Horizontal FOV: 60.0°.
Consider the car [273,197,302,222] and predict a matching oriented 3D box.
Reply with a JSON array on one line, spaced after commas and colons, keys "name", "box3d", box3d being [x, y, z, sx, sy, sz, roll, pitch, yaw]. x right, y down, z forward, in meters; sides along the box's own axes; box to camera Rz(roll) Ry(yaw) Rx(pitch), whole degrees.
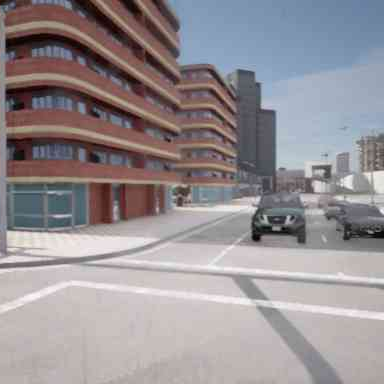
[{"name": "car", "box3d": [7.162, 1.207, 24.782, 1.837, 1.490, 4.892, 0, 1, 17]}]

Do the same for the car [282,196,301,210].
[{"name": "car", "box3d": [11.060, 1.162, 36.648, 1.895, 1.301, 4.718, 0, 1, 18]}]

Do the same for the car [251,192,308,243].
[{"name": "car", "box3d": [4.140, 1.036, 15.536, 2.150, 2.045, 5.566, 0, 1, 18]}]

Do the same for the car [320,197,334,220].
[{"name": "car", "box3d": [10.641, 1.295, 24.136, 1.895, 1.301, 4.718, 0, 1, 18]}]

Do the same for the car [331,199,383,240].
[{"name": "car", "box3d": [7.771, 1.304, 15.352, 1.837, 1.490, 4.892, 0, 1, 18]}]

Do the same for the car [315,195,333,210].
[{"name": "car", "box3d": [14.452, 1.081, 35.752, 1.812, 1.442, 4.674, 0, 1, 18]}]
